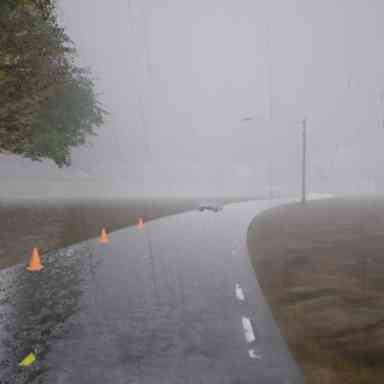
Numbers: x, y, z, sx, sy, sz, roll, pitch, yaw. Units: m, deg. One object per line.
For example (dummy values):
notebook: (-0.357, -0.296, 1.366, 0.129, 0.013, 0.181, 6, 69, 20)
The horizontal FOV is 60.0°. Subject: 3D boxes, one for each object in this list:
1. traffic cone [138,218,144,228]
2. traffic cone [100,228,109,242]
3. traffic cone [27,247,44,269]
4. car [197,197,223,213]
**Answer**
traffic cone: (-3.044, 1.829, 19.675, 0.340, 0.580, 0.340, 0, 1, 11)
traffic cone: (-3.882, 1.858, 14.620, 0.340, 0.580, 0.340, 0, 0, 8)
traffic cone: (-4.486, 1.886, 9.531, 0.340, 0.580, 0.340, 0, 0, 5)
car: (1.960, 1.258, 33.686, 2.033, 1.411, 5.357, 0, 1, 14)
